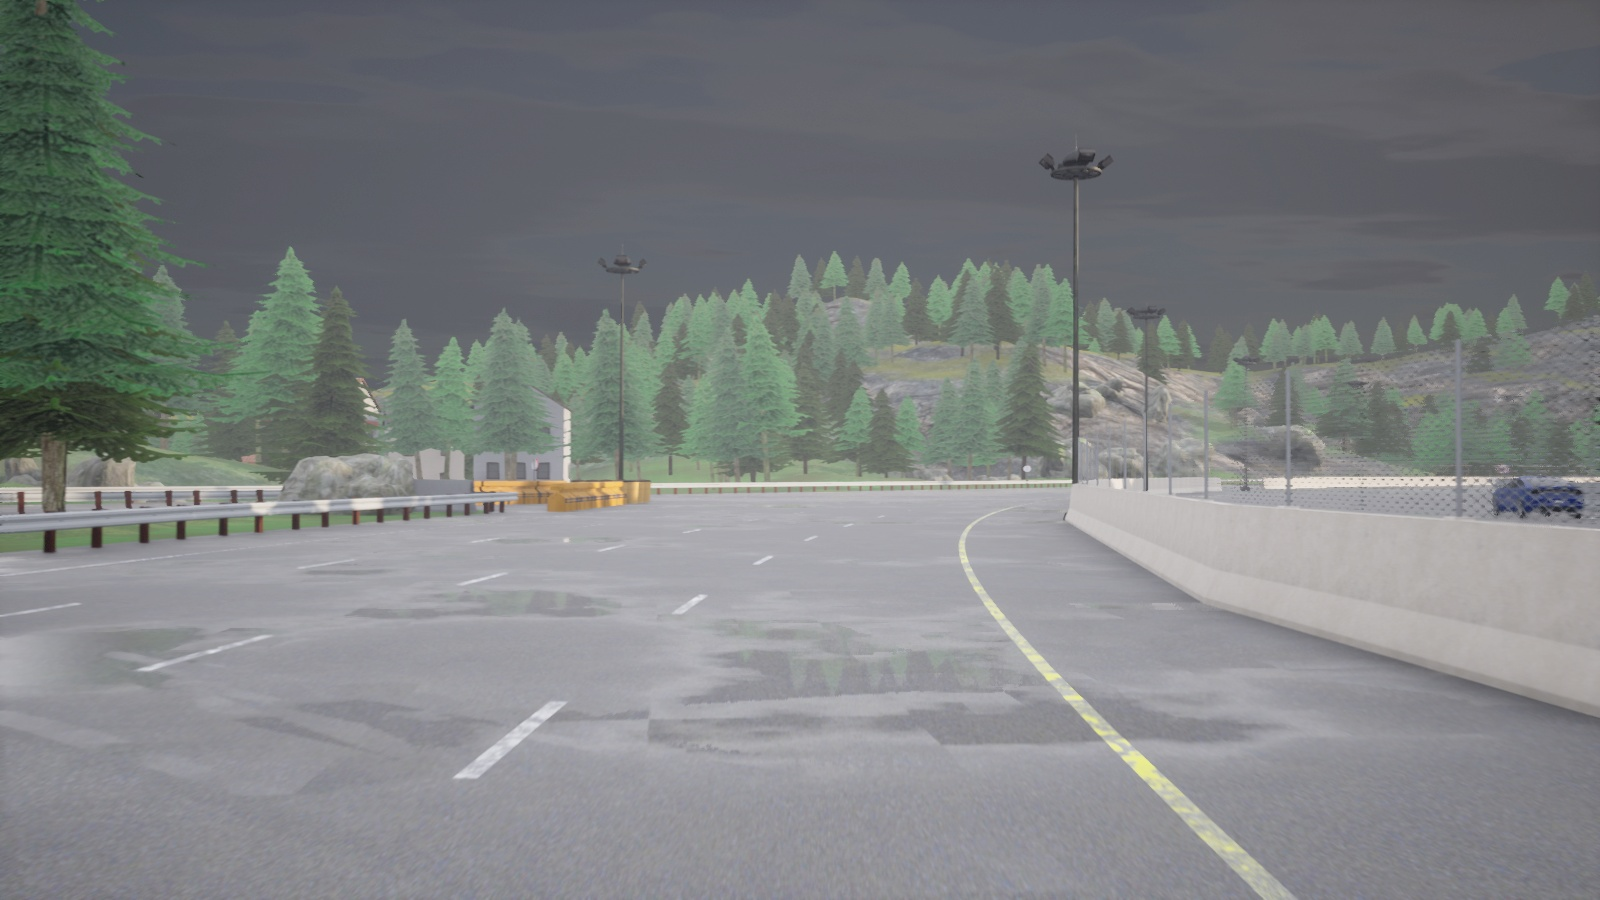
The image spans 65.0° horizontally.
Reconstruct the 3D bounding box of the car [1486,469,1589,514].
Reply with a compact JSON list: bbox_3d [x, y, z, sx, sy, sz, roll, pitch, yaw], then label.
[{"bbox_3d":[26.684,1.456,45.601,1.882,1.535,5.008,-1,-1,14],"label":"car"}]
